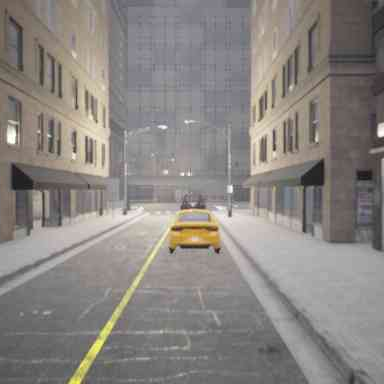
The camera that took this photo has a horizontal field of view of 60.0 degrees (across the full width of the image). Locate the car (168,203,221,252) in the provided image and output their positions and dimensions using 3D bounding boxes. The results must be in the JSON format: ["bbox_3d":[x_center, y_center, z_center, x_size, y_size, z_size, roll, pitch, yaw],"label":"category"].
[{"bbox_3d":[0.097,1.438,13.679,1.882,1.535,5.008,0,0,0],"label":"car"}]

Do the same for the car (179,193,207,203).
[{"bbox_3d":[0.095,1.129,29.019,2.150,2.045,5.566,0,0,0],"label":"car"}]
